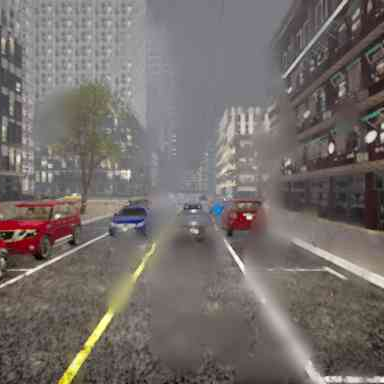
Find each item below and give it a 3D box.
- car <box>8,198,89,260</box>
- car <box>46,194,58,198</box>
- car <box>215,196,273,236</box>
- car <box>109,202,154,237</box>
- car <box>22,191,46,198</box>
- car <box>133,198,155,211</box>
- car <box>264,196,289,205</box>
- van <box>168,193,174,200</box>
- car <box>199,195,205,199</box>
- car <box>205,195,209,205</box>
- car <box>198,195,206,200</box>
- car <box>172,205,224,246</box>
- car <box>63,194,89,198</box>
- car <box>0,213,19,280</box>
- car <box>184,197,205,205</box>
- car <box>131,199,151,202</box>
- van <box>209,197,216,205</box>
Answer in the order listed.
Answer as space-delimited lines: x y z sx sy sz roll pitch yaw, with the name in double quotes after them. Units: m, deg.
-5.692 1.291 12.418 2.192 1.841 5.009 0 0 0 "car"
-27.473 0.961 62.829 4.313 1.339 1.947 1 -1 -1 "car"
2.688 1.281 17.970 2.192 1.841 5.009 0 0 0 "car"
-3.099 1.492 17.856 1.812 1.442 4.674 0 0 0 "car"
-27.366 0.749 54.453 5.009 1.841 2.192 1 -1 -1 "car"
-5.690 1.495 39.869 1.947 1.339 4.313 0 0 0 "car"
16.031 1.650 63.321 4.097 1.590 1.967 1 -1 -1 "car"
-5.688 1.199 89.480 1.690 1.788 3.998 0 0 0 "van"
2.693 1.436 79.514 1.947 1.339 4.313 0 0 0 "car"
2.690 1.378 34.623 1.967 1.590 4.097 0 0 0 "car"
2.693 1.402 89.481 1.887 1.381 4.507 0 0 0 "car"
0.094 1.519 14.974 2.033 1.411 5.357 0 0 0 "car"
-22.028 1.021 62.978 4.829 1.417 1.752 1 -1 -1 "car"
-5.693 1.427 6.867 1.967 1.590 4.097 0 0 0 "car"
0.098 1.537 35.709 1.895 1.301 4.718 0 0 0 "car"
-5.690 1.504 34.623 1.947 1.339 4.313 0 0 0 "car"
2.689 1.288 29.072 1.690 1.788 3.998 0 0 0 "van"
